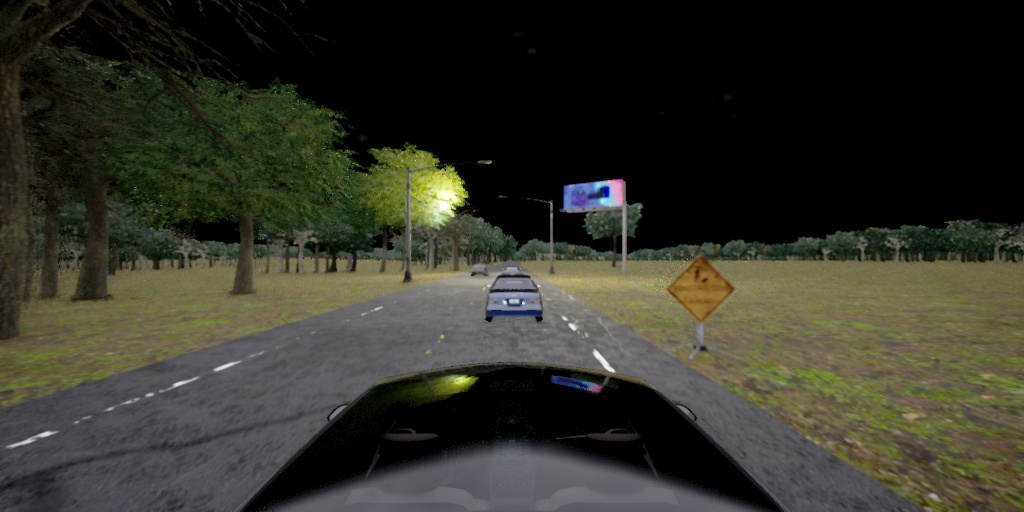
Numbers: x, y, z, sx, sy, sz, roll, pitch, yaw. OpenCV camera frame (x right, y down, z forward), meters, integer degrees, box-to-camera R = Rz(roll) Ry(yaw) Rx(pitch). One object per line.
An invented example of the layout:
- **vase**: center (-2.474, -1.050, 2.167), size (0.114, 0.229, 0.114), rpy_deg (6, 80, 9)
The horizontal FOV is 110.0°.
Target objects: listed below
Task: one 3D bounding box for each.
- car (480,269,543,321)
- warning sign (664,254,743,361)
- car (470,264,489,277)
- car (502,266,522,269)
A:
- **car**: center (0.068, 1.363, 12.812), size (2.033, 1.411, 5.357), rpy_deg (0, 0, 0)
- **warning sign**: center (3.548, 0.893, 6.754), size (1.300, 1.860, 1.060), rpy_deg (0, 0, 0)
- **car**: center (-3.727, 1.659, 41.695), size (1.837, 1.490, 4.892), rpy_deg (0, -1, 0)
- **car**: center (-0.007, 1.609, 33.626), size (1.994, 1.385, 4.181), rpy_deg (0, -1, 0)
